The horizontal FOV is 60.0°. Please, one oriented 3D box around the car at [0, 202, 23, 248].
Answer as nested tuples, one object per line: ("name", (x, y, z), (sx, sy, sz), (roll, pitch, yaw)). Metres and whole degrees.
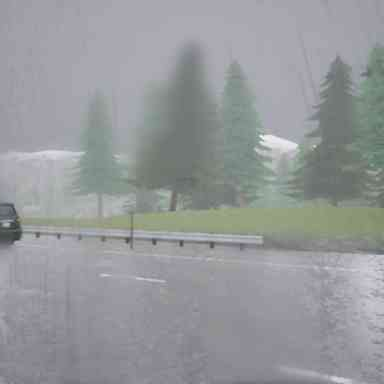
("car", (-10.001, 1.422, 14.449), (5.566, 2.045, 2.150), (0, -1, 22))
